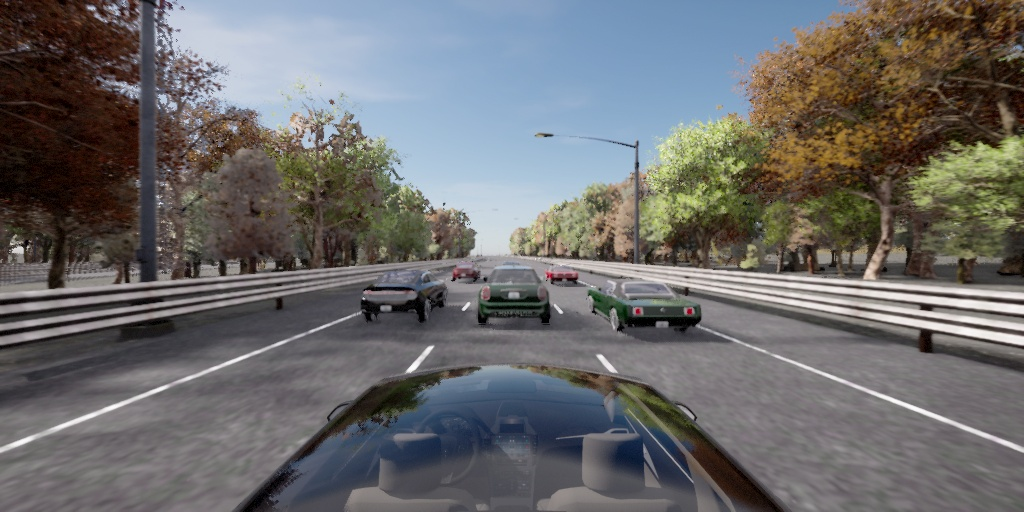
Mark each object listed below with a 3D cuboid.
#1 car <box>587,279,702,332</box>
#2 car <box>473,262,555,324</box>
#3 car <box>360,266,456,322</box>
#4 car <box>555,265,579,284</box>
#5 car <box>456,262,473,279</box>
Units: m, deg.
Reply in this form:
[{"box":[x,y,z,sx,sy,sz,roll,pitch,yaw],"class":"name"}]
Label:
[{"box":[3.559,1.330,10.704,1.895,1.301,4.718,0,0,0],"class":"car"},{"box":[0.052,1.081,11.989,2.097,1.767,4.553,0,0,0],"class":"car"},{"box":[-3.448,1.219,12.226,2.128,1.511,4.902,0,0,0],"class":"car"},{"box":[3.453,1.292,25.789,1.895,1.301,4.718,0,0,0],"class":"car"},{"box":[-3.569,1.211,28.411,1.812,1.442,4.674,0,0,0],"class":"car"}]
